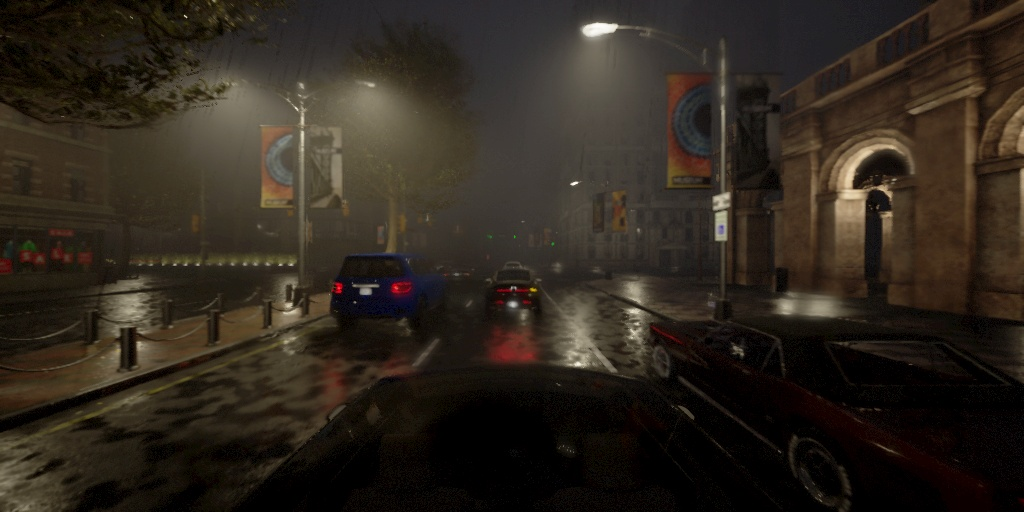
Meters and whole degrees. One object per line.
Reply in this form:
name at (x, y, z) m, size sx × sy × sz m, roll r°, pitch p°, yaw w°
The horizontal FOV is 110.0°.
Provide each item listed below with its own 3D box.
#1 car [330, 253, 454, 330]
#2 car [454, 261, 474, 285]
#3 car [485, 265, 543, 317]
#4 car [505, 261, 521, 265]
car at (-3.451, 0.937, 11.206) m, size 2.150 × 2.045 × 5.566 m, roll 0°, pitch 0°, yaw 1°
car at (-3.731, 1.215, 25.402) m, size 2.033 × 1.411 × 5.357 m, roll 0°, pitch 0°, yaw -5°
car at (0.063, 1.213, 13.043) m, size 1.837 × 1.490 × 4.892 m, roll 0°, pitch 0°, yaw 0°
car at (0.078, 1.176, 30.129) m, size 1.812 × 1.442 × 4.674 m, roll 0°, pitch 0°, yaw 0°
